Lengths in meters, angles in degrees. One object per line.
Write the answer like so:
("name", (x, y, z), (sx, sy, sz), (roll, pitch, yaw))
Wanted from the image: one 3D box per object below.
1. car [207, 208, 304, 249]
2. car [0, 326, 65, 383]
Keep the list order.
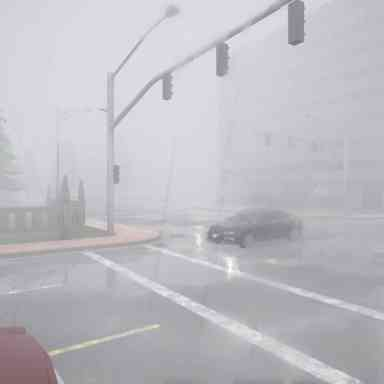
("car", (2.875, 1.492, 14.625), (4.892, 1.490, 1.837), (0, 0, -35))
("car", (-3.061, 1.601, 1.596), (4.718, 1.301, 1.895), (0, 0, -35))
